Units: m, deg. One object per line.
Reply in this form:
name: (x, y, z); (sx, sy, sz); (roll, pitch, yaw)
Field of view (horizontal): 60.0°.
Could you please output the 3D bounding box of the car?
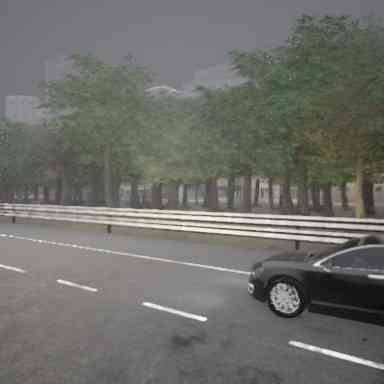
car: (3.367, 1.506, 5.767); (4.892, 1.490, 1.837); (0, 0, 36)
